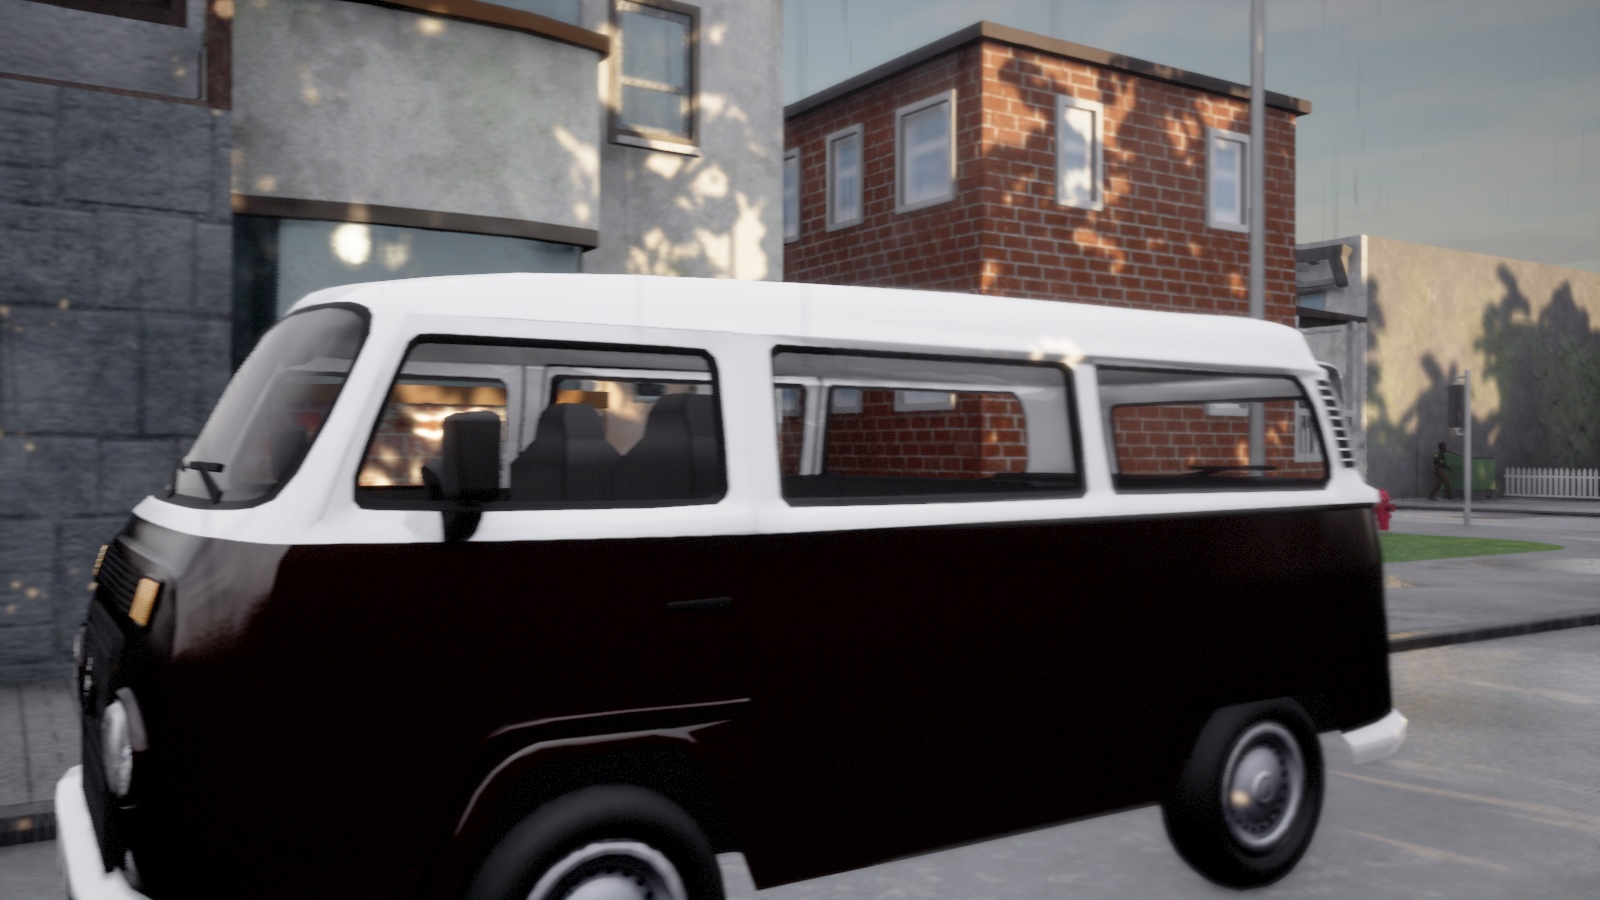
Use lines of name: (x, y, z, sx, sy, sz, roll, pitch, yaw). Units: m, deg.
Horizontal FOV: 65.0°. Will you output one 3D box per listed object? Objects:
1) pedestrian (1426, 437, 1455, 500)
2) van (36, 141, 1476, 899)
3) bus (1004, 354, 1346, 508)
pedestrian: (19.638, 0.567, 38.499, 0.395, 1.930, 0.692, 0, 0, -42)
van: (0.047, 0.482, 4.285, 4.480, 2.038, 2.069, 0, 0, -33)
bus: (11.502, -0.508, 39.990, 3.944, 4.253, 10.273, 0, 0, -34)
